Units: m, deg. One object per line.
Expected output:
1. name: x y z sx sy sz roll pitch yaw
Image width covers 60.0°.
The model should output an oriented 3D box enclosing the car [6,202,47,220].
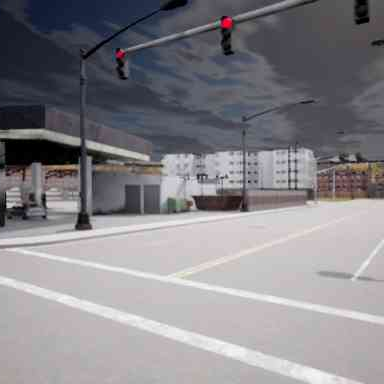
1. car: -14.354 1.603 28.798 3.806 1.475 1.970 0 0 36
